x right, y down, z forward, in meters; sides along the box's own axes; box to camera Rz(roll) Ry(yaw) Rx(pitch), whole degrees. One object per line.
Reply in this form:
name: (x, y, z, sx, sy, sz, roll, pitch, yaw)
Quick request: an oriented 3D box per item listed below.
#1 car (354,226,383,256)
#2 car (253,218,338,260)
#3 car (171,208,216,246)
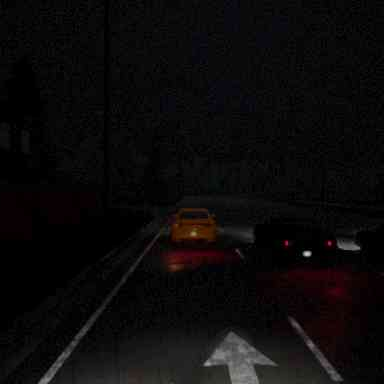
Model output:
car: (7.042, 1.554, 10.163, 2.033, 1.411, 5.357, 0, 0, 0)
car: (3.559, 1.608, 12.447, 1.895, 1.301, 4.718, 0, 0, 0)
car: (0.067, 1.487, 15.468, 1.882, 1.535, 5.008, 0, 0, 0)
